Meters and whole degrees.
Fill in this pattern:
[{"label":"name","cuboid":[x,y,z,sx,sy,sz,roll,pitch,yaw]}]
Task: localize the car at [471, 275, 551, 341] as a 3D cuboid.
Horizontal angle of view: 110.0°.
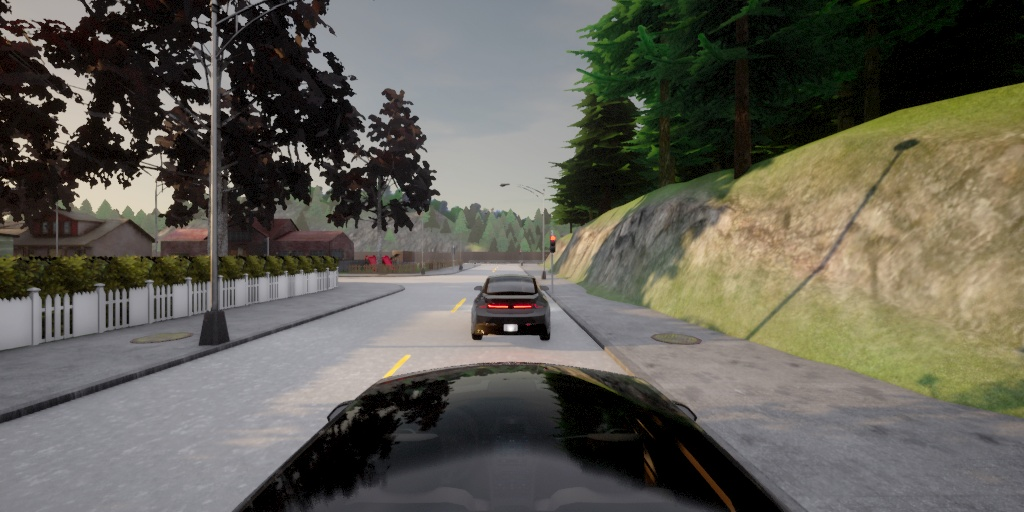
[{"label":"car","cuboid":[-0.017,1.254,9.933,1.837,1.490,4.892,0,0,0]}]
